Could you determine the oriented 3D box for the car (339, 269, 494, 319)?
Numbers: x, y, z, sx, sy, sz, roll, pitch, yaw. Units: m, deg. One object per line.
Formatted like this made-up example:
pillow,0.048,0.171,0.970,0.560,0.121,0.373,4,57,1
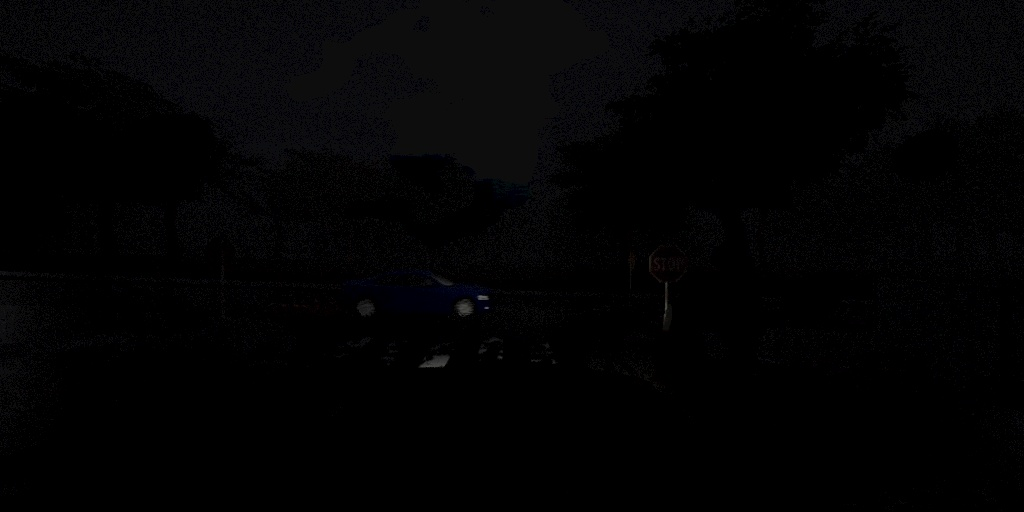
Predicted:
car,-3.123,1.213,12.115,5.008,1.535,1.882,1,1,-2
